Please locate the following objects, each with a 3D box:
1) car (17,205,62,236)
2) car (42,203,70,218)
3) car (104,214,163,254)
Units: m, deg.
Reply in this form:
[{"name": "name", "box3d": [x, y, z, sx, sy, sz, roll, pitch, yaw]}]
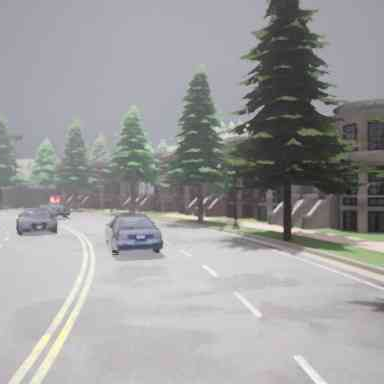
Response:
[{"name": "car", "box3d": [-9.160, 1.708, 19.570, 1.994, 1.385, 4.181, 0, 0, -30]}, {"name": "car", "box3d": [-13.518, 1.777, 31.745, 2.033, 1.411, 5.357, 0, -1, -45]}, {"name": "car", "box3d": [-2.586, 1.640, 14.000, 2.033, 1.411, 5.357, 0, 0, -18]}]
